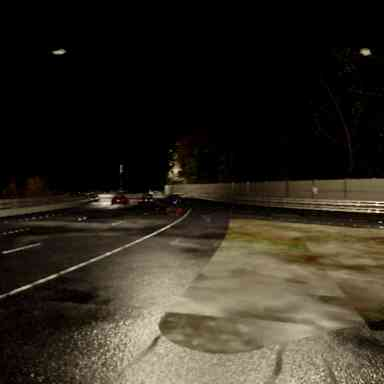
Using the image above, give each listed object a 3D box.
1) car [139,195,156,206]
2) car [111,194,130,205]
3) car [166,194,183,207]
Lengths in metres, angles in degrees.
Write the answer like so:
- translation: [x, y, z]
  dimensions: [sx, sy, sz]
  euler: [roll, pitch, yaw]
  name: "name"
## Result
- translation: [-5.555, 1.020, 41.687]
  dimensions: [2.033, 1.411, 5.357]
  euler: [0, 1, -4]
  name: "car"
- translation: [-9.219, 0.995, 42.986]
  dimensions: [1.994, 1.385, 4.181]
  euler: [0, 1, -4]
  name: "car"
- translation: [-2.101, 1.029, 41.163]
  dimensions: [1.812, 1.442, 4.674]
  euler: [0, 1, -3]
  name: "car"
